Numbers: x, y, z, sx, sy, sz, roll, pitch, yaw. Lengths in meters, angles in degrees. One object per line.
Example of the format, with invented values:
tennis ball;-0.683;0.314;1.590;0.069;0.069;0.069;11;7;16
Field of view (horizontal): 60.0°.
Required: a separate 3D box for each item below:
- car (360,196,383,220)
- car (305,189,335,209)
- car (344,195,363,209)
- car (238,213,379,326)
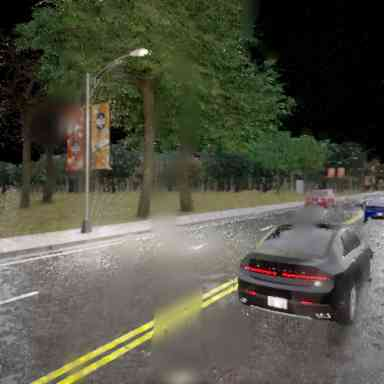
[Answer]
car;12.784;1.163;22.241;1.882;1.535;5.008;0;1;34
car;13.990;0.730;36.065;2.150;2.045;5.566;0;1;34
car;17.590;1.032;35.607;1.812;1.442;4.674;0;1;34
car;2.646;1.403;7.070;1.837;1.490;4.892;0;1;34
